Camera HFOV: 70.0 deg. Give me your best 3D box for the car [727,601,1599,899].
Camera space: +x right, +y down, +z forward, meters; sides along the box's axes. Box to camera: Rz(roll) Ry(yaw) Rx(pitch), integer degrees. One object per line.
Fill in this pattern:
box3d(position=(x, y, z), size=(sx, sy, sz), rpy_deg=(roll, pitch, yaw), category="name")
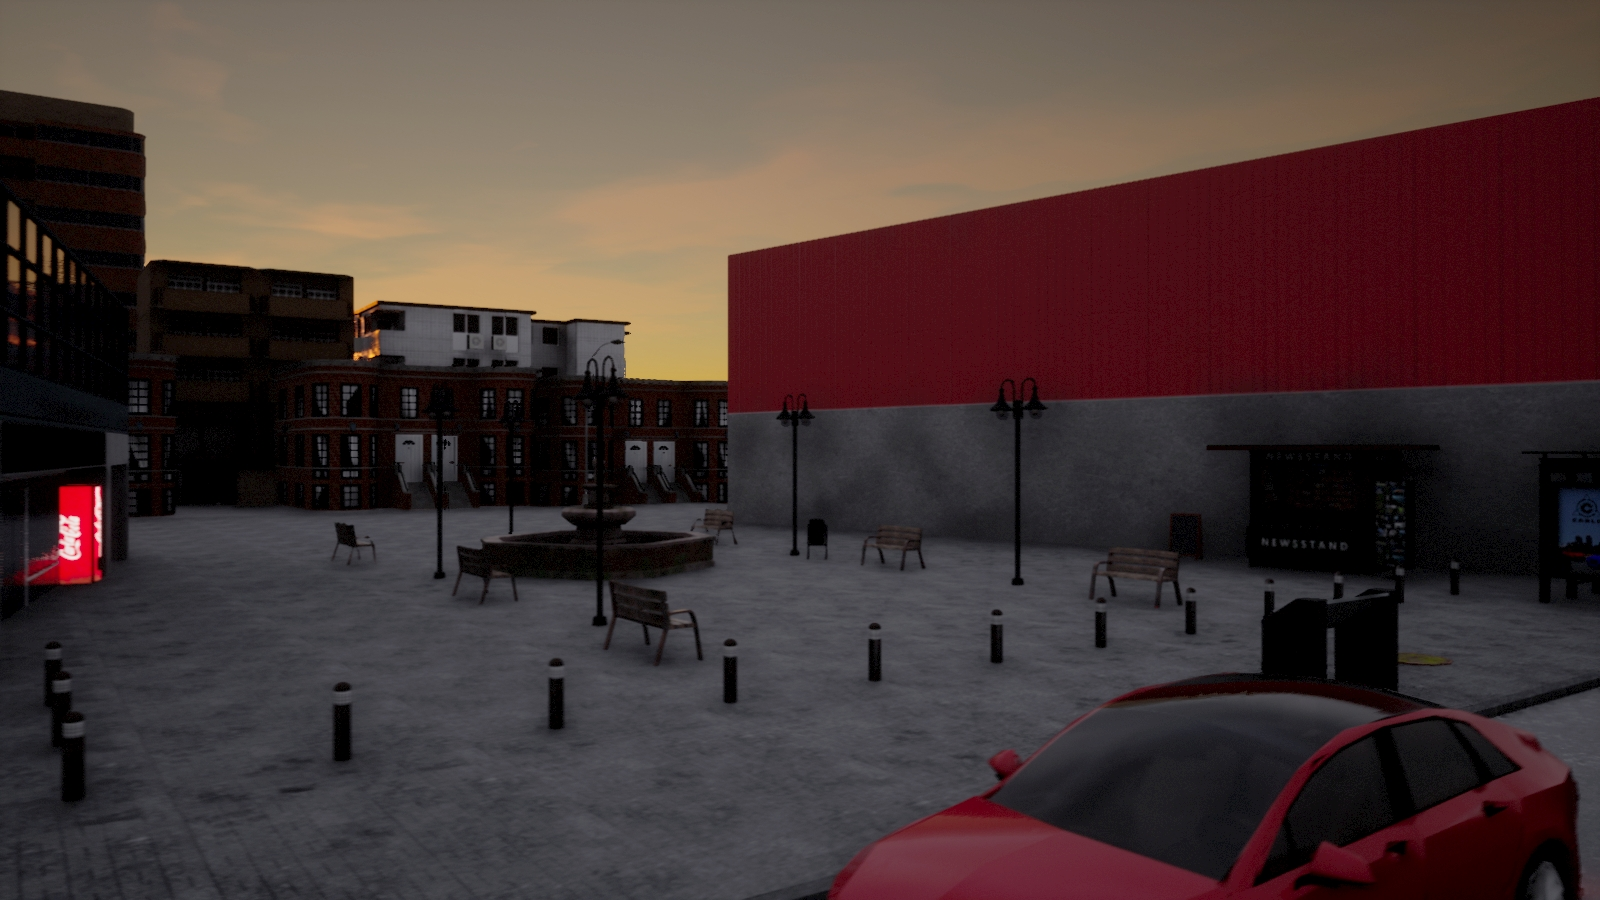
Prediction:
box3d(position=(2.292, 1.841, 6.018), size=(4.892, 1.480, 2.231), rpy_deg=(0, 0, -35), category="car")
